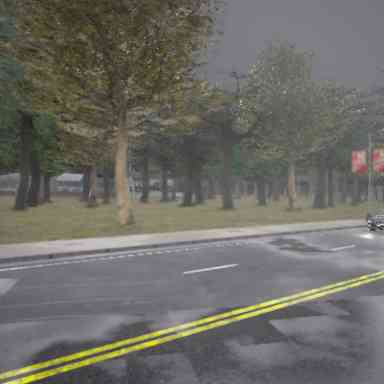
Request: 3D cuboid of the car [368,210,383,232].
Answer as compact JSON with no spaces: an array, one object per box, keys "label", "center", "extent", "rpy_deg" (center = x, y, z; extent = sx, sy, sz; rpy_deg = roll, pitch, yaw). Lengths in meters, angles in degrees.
[{"label":"car","center":[12.938,1.735,20.897],"extent":[4.892,1.490,1.837],"rpy_deg":[1,-1,-35]}]
